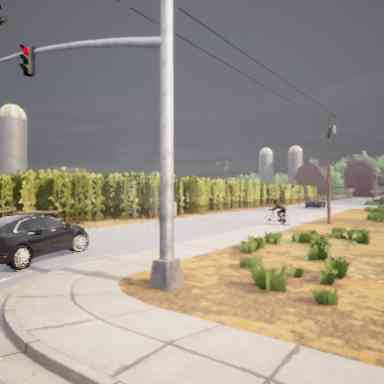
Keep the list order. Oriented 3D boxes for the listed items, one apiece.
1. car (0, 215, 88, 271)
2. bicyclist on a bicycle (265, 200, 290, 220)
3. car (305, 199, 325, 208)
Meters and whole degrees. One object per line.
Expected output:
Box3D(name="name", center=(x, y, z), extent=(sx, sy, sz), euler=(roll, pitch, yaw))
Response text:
Box3D(name="car", center=(-5.395, 1.517, 11.110), extent=(1.837, 1.490, 4.892), euler=(-3, -1, 15))
Box3D(name="bicyclist on a bicycle", center=(5.395, 1.319, 20.973), extent=(1.656, 1.620, 0.582), euler=(0, 0, 33))
Box3D(name="car", center=(17.491, 1.607, 47.029), extent=(1.895, 1.301, 4.718), euler=(0, 0, 33))
